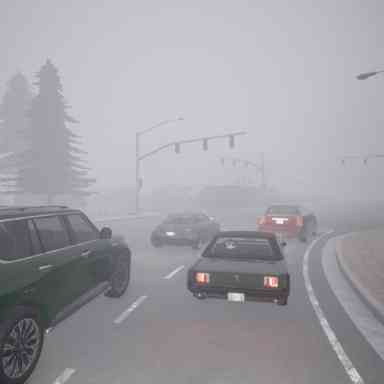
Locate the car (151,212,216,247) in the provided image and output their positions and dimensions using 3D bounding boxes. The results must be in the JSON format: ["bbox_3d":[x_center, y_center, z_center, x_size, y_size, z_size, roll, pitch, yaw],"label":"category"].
[{"bbox_3d":[-0.119,1.547,14.472,1.994,1.385,4.181,0,0,20],"label":"car"}]

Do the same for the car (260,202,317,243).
[{"bbox_3d":[4.812,1.322,16.388,2.097,1.767,4.553,0,0,27],"label":"car"}]

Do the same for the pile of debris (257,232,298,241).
[{"bbox_3d":[4.192,2.147,16.147,1.500,0.140,1.860,0,0,29],"label":"pile of debris"}]

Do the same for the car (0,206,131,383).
[{"bbox_3d":[-2.788,1.222,5.513,2.150,2.045,5.566,0,0,8],"label":"car"}]

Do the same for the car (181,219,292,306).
[{"bbox_3d":[1.331,1.589,8.113,1.895,1.301,4.718,0,0,14],"label":"car"}]

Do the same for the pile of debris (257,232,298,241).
[{"bbox_3d":[4.192,2.147,16.147,1.500,0.140,1.860,0,0,29],"label":"pile of debris"}]
